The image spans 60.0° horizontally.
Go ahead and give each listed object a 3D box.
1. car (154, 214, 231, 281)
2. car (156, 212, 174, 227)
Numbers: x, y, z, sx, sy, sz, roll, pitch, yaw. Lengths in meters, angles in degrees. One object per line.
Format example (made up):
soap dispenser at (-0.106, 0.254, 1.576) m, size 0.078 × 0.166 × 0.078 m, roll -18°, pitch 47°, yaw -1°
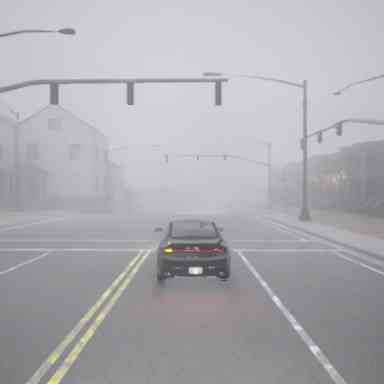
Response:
car at (-0.056, 1.504, 9.898) m, size 1.837 × 1.490 × 4.892 m, roll 0°, pitch 0°, yaw -3°
car at (-3.586, 3.715, 44.773) m, size 1.994 × 1.385 × 4.181 m, roll -1°, pitch -13°, yaw 0°
